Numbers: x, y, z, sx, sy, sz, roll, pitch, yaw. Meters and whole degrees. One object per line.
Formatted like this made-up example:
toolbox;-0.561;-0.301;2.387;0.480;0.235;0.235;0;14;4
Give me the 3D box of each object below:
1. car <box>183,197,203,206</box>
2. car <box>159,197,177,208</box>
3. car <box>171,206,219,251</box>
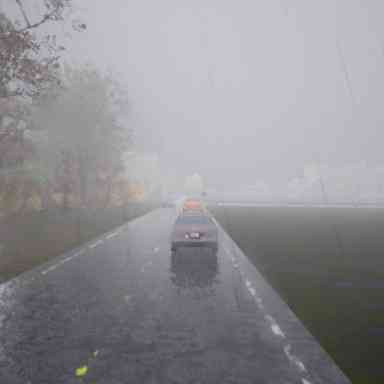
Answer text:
car;0.092;1.334;35.688;2.097;1.767;4.553;0;0;0
car;-2.760;1.272;38.893;1.882;1.535;5.008;0;0;0
car;0.097;1.539;14.106;2.033;1.411;5.357;0;0;0
